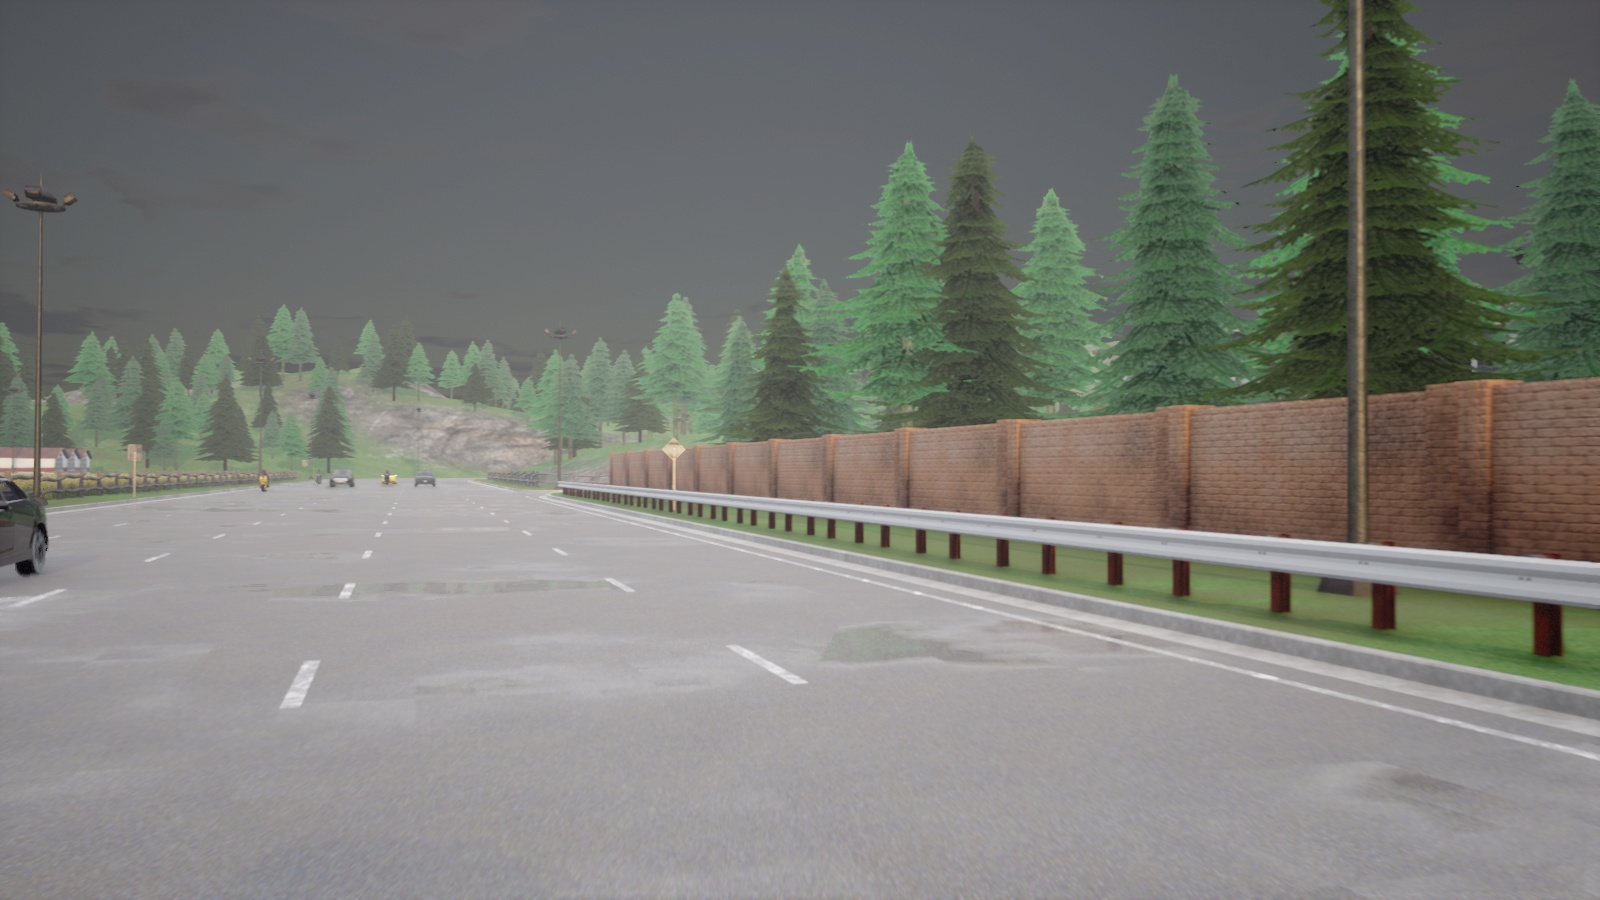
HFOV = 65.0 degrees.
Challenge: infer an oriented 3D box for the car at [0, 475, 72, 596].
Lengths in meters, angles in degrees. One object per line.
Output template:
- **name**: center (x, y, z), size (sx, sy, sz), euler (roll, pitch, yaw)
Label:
- **car**: center (-11.389, 1.093, 16.465), size (2.128, 1.511, 4.902), euler (0, -1, -17)
